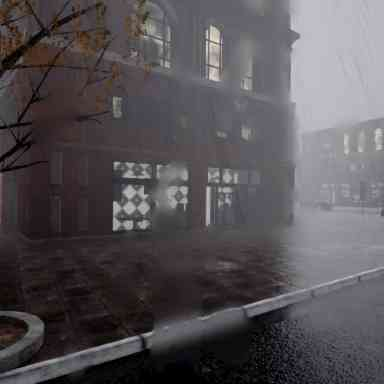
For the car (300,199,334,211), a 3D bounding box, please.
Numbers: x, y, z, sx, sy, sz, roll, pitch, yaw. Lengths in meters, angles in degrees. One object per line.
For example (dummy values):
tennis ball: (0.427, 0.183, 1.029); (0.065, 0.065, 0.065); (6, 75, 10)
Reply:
car: (15.562, 1.617, 41.686); (2.008, 1.369, 4.403); (1, -1, -28)
